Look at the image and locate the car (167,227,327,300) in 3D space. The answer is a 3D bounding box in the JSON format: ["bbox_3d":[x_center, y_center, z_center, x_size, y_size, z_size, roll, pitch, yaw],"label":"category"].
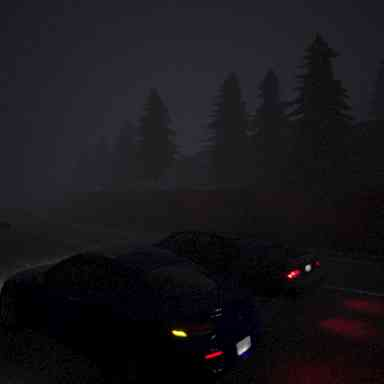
[{"bbox_3d":[0.399,1.599,8.275,5.357,1.411,2.033,-1,0,39],"label":"car"}]

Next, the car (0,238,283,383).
[{"bbox_3d":[-1.219,1.567,5.165,4.674,1.442,1.812,-1,0,38],"label":"car"}]

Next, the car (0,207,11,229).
[{"bbox_3d":[-13.835,1.759,22.961,1.812,1.442,4.674,0,0,-38],"label":"car"}]
